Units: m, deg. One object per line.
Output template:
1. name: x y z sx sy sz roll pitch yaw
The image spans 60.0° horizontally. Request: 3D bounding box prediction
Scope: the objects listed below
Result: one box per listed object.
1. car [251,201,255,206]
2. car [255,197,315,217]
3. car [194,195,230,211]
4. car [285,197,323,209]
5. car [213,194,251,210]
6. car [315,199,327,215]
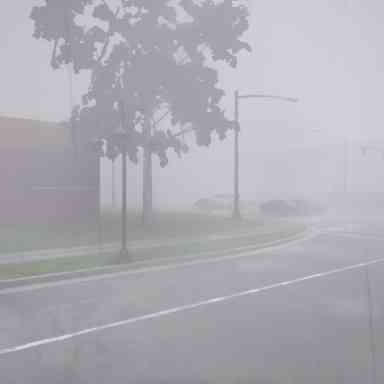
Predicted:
1. car: 9.965 1.600 48.338 1.895 1.301 4.718 0 0 -34
2. car: 8.590 1.477 31.232 1.882 1.535 5.008 0 0 -34
3. car: 2.084 1.507 40.945 1.837 1.490 4.892 0 -1 -34
4. car: 15.528 1.477 46.342 1.882 1.535 5.008 0 0 -34
5. car: 4.687 1.225 43.366 2.150 2.045 5.566 0 0 -34
6. car: 11.212 1.504 33.602 1.837 1.490 4.892 0 0 -34
